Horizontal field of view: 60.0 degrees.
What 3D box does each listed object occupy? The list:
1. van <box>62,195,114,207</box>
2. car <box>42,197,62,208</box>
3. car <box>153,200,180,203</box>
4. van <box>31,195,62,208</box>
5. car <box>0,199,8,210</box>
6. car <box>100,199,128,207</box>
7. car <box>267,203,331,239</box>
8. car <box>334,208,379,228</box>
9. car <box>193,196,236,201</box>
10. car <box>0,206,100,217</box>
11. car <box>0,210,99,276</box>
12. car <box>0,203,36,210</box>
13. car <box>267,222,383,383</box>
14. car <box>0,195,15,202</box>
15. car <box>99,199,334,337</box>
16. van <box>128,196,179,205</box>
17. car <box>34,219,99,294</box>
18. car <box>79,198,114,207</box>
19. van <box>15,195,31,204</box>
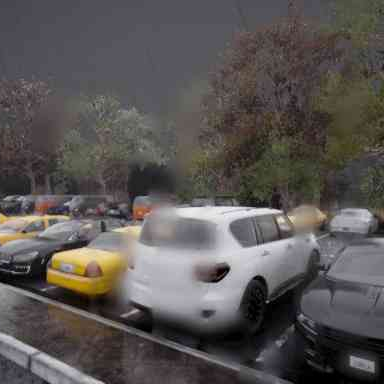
[{"bbox_3d":[-9.257,1.300,30.713,1.878,1.987,4.442,0,0,36],"label":"van"},{"bbox_3d":[-11.445,1.538,32.439,2.097,1.535,5.008,0,0,36],"label":"car"},{"bbox_3d":[-0.256,1.556,24.290,2.163,1.488,4.792,0,0,36],"label":"car"},{"bbox_3d":[-13.624,1.327,34.155,1.878,1.987,4.442,0,0,36],"label":"van"},{"bbox_3d":[-27.250,1.681,43.889,2.002,1.452,4.674,0,0,36],"label":"car"},{"bbox_3d":[-4.810,1.545,27.661,2.163,1.488,4.792,0,0,36],"label":"car"},{"bbox_3d":[6.380,1.551,19.287,1.946,1.575,5.366,0,0,36],"label":"car"},{"bbox_3d":[8.730,1.604,17.810,2.002,1.452,4.674,0,0,36],"label":"car"},{"bbox_3d":[2.020,1.284,22.711,2.435,2.045,5.566,0,0,36],"label":"car"},{"bbox_3d":[-5.806,1.540,11.965,1.946,1.575,5.366,0,0,36],"label":"car"},{"bbox_3d":[-3.446,1.553,10.491,2.231,1.521,4.892,0,0,36],"label":"car"},{"bbox_3d":[-10.400,1.523,15.294,1.946,1.575,5.366,0,0,36],"label":"car"},{"bbox_3d":[3.298,1.580,5.604,2.097,1.535,5.008,0,0,36],"label":"car"},{"bbox_3d":[-18.195,1.331,37.289,2.435,2.045,5.566,0,0,36],"label":"car"},{"bbox_3d":[1.064,1.320,7.251,2.435,2.045,5.566,0,0,36],"label":"car"},{"bbox_3d":[-2.514,1.293,26.105,1.878,1.987,4.442,0,0,36],"label":"van"},{"bbox_3d":[-1.093,1.559,9.007,1.946,1.575,5.366,0,0,36],"label":"car"},{"bbox_3d":[-6.947,1.547,29.209,2.163,1.488,4.792,0,0,36],"label":"car"},{"bbox_3d":[-16.004,1.341,35.592,1.878,1.987,4.442,0,0,36],"label":"van"}]
